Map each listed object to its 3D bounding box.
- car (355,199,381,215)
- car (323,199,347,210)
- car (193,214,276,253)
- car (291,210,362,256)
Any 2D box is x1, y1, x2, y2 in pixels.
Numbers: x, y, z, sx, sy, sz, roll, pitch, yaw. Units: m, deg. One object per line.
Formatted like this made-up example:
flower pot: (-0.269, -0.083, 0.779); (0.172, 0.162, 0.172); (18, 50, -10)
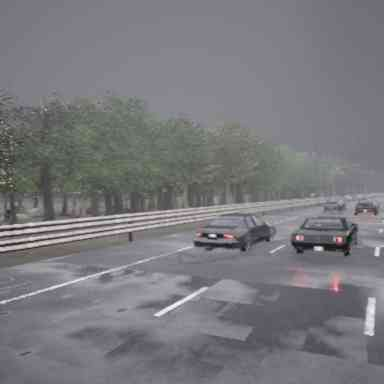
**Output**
car: (17.001, 1.423, 32.231); (1.837, 1.490, 4.892); (-2, -1, 32)
car: (15.989, 1.479, 37.150); (2.128, 1.511, 4.902); (-2, -1, 33)
car: (2.026, 1.635, 14.307); (2.033, 1.411, 5.357); (-2, -1, 30)
car: (5.379, 1.602, 13.102); (1.895, 1.301, 4.718); (-2, -1, 30)
